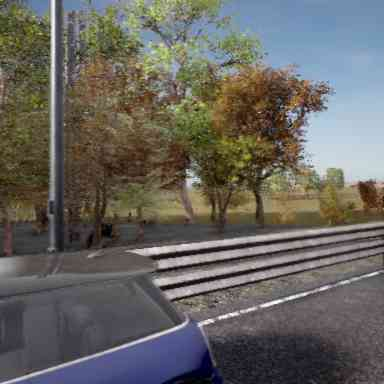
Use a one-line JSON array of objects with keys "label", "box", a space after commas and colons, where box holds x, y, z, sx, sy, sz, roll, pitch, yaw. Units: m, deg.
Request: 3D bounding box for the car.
[{"label": "car", "box": [-1.998, 1.352, 2.261, 4.553, 1.767, 2.097, 0, 0, -36]}]
